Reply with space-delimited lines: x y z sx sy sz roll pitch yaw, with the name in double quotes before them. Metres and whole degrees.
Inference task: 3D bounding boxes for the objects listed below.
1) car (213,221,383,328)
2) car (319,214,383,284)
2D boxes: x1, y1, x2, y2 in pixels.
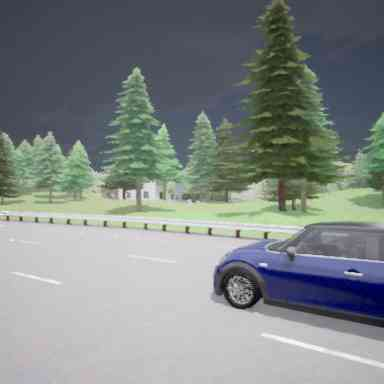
"car" 2.632 1.338 6.293 4.553 1.767 2.097 0 0 35
"car" 5.997 1.456 8.220 5.008 1.535 1.882 0 0 35
